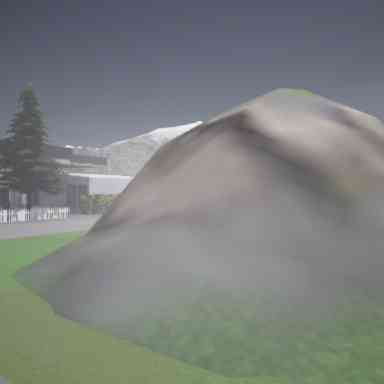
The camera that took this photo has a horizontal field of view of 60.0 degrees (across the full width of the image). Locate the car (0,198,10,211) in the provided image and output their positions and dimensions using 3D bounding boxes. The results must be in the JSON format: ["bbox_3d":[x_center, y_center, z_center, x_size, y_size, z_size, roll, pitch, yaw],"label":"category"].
[{"bbox_3d":[-19.662,1.456,31.220,1.905,1.878,3.866,0,0,35],"label":"car"}]

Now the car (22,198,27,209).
[{"bbox_3d":[-21.771,1.625,38.034,2.242,1.667,4.611,0,0,35],"label":"car"}]
